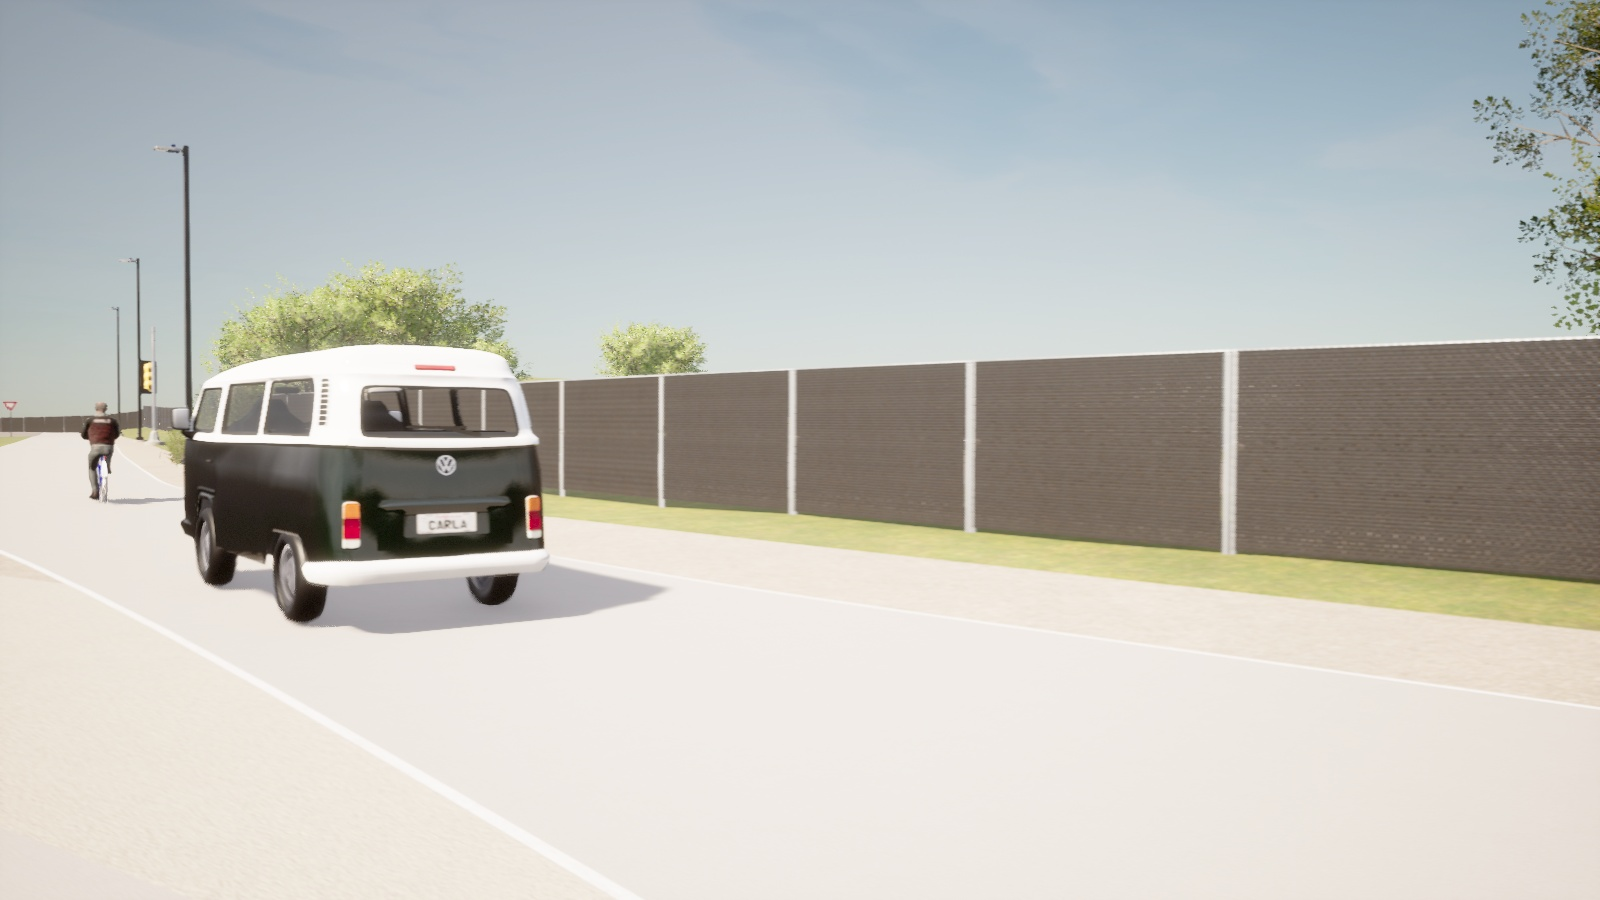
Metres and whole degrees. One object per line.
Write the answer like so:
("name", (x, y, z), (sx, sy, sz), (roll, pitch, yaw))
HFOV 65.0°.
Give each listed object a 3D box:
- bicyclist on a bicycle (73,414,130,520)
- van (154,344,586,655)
("bicyclist on a bicycle", (-12.268, 0.262, 22.028), (0.659, 1.776, 1.843), (-2, 2, -35))
("van", (-3.827, 0.276, 10.616), (2.069, 2.038, 4.480), (-2, 2, -38))
